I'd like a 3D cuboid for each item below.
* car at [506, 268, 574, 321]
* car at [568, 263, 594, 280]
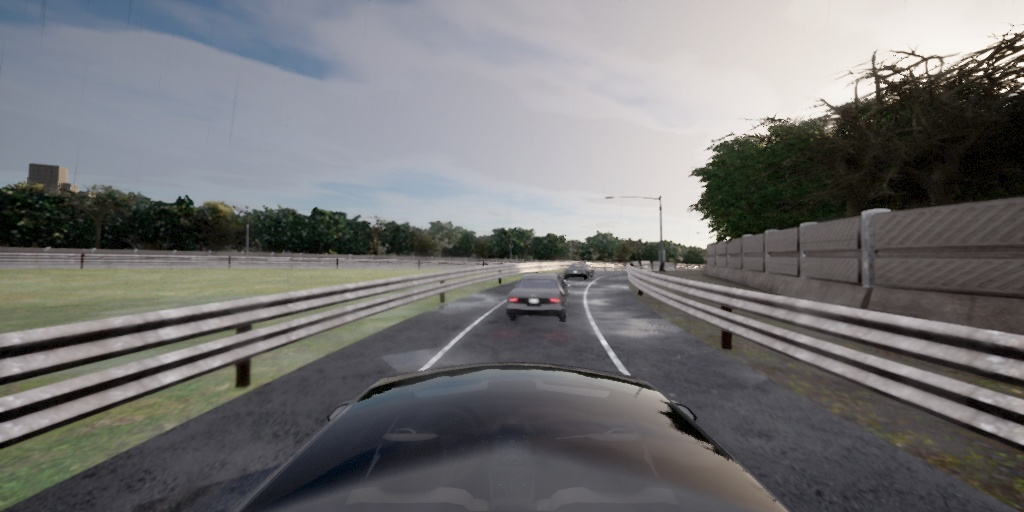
[{"bbox_3d":[1.041,1.315,12.596,2.033,1.411,5.357,0,0,10],"label":"car"},{"bbox_3d":[5.904,1.273,31.151,1.994,1.385,4.181,-1,0,21],"label":"car"}]
